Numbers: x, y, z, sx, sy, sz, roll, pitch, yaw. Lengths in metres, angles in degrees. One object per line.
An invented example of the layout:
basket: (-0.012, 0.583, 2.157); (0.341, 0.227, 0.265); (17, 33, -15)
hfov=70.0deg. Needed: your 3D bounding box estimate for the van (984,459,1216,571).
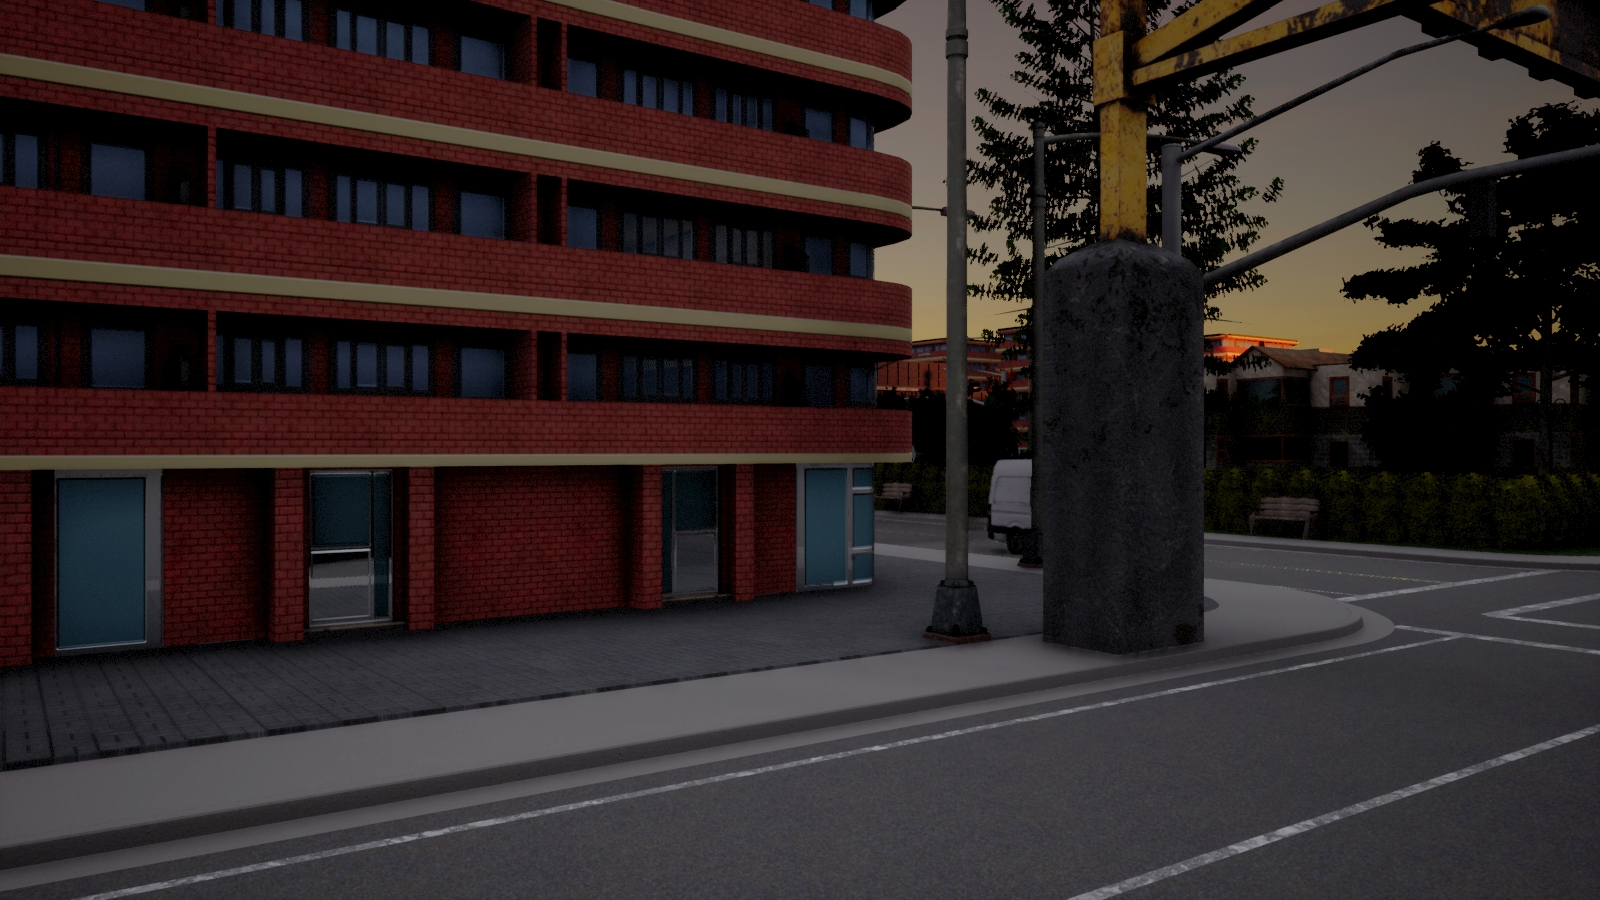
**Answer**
van: (7.553, 1.525, 29.503); (1.988, 2.561, 5.915); (0, 0, -35)
